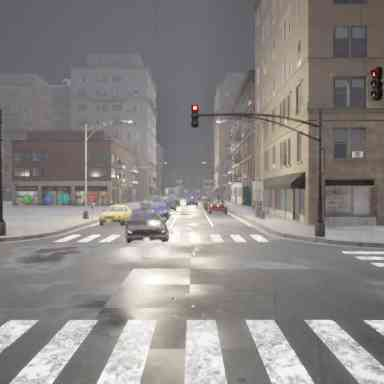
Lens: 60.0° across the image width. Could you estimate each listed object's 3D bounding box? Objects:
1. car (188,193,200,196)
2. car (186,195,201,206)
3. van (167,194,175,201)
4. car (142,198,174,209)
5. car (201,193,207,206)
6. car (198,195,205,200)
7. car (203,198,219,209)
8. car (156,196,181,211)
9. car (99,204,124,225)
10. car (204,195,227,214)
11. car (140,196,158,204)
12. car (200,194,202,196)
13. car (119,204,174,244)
[{"bbox_3d":[-0.003,1.226,64.208,2.150,2.045,5.566,0,0,0],"label":"car"},{"bbox_3d":[-0.002,1.604,53.906,1.895,1.301,4.718,0,0,0],"label":"car"},{"bbox_3d":[-5.391,1.349,86.371,1.690,1.788,3.998,0,0,0],"label":"van"},{"bbox_3d":[-2.844,1.527,28.816,1.812,1.442,4.674,0,0,0],"label":"car"},{"bbox_3d":[2.636,1.317,41.076,2.192,1.841,5.009,0,0,0],"label":"car"},{"bbox_3d":[2.634,1.575,92.033,1.947,1.339,4.313,0,0,0],"label":"car"},{"bbox_3d":[2.636,1.568,46.738,1.947,1.339,4.313,0,0,0],"label":"car"},{"bbox_3d":[-2.802,1.550,40.447,2.033,1.411,5.357,0,0,1],"label":"car"},{"bbox_3d":[-5.388,1.526,23.920,1.752,1.417,4.829,0,0,0],"label":"car"},{"bbox_3d":[2.636,1.442,35.414,1.967,1.590,4.097,0,0,0],"label":"car"},{"bbox_3d":[-5.389,1.553,41.076,2.008,1.369,4.403,0,0,0],"label":"car"},{"bbox_3d":[2.635,1.556,69.386,2.008,1.369,4.403,0,0,0],"label":"car"},{"bbox_3d":[-2.289,1.547,16.263,2.033,1.411,5.357,0,0,-9],"label":"car"}]
